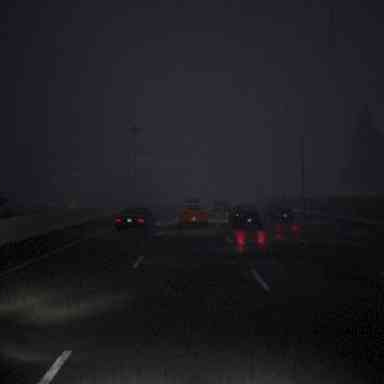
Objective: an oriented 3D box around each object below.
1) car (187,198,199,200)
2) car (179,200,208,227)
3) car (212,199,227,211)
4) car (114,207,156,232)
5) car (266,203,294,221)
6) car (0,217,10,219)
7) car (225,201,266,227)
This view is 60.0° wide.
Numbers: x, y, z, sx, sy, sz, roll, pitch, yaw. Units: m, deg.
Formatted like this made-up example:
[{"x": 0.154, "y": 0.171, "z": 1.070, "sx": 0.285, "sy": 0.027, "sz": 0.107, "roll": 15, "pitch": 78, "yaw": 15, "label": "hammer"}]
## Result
[{"x": 0.121, "y": 1.491, "z": 41.224, "sx": 2.097, "sy": 1.767, "sz": 4.553, "roll": 0, "pitch": 0, "yaw": 0, "label": "car"}, {"x": 0.113, "y": 1.548, "z": 23.432, "sx": 1.882, "sy": 1.535, "sz": 5.008, "roll": 0, "pitch": 0, "yaw": 0, "label": "car"}, {"x": 3.621, "y": 1.633, "z": 42.087, "sx": 2.128, "sy": 1.511, "sz": 4.902, "roll": 0, "pitch": 0, "yaw": 0, "label": "car"}, {"x": -3.391, "y": 1.606, "z": 20.566, "sx": 2.033, "sy": 1.411, "sz": 5.357, "roll": 0, "pitch": 0, "yaw": 0, "label": "car"}, {"x": 7.117, "y": 1.614, "z": 27.724, "sx": 1.812, "sy": 1.442, "sz": 4.674, "roll": 0, "pitch": 0, "yaw": 0, "label": "car"}, {"x": -13.995, "y": 1.287, "z": 21.795, "sx": 2.150, "sy": 2.045, "sz": 5.566, "roll": 0, "pitch": 0, "yaw": 0, "label": "car"}, {"x": 3.620, "y": 1.596, "z": 23.234, "sx": 1.812, "sy": 1.442, "sz": 4.674, "roll": 0, "pitch": 0, "yaw": 0, "label": "car"}]
